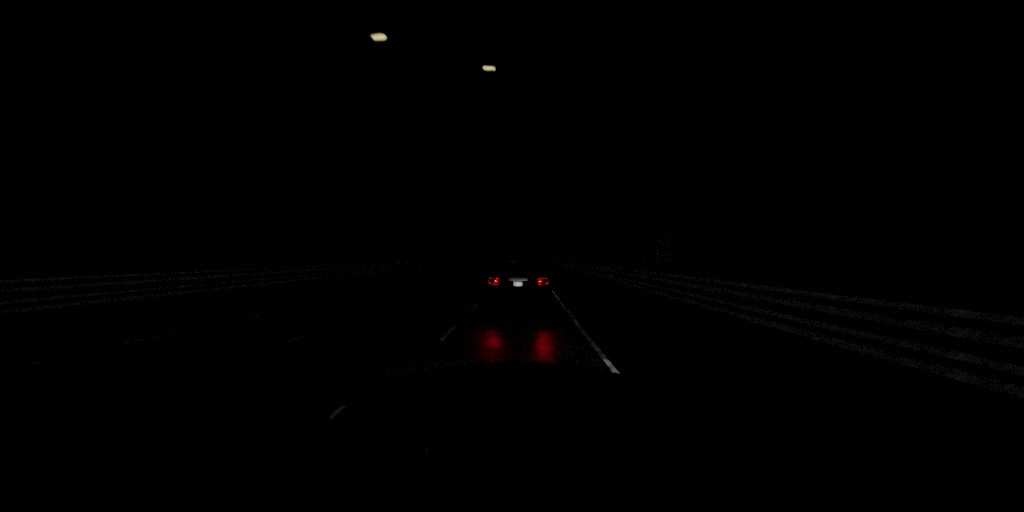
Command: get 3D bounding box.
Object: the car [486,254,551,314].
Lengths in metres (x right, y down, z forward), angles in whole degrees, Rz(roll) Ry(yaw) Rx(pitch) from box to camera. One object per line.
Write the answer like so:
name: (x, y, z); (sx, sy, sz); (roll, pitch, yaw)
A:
car: (0.291, 0.961, 13.839); (2.150, 2.045, 5.566); (0, 0, 2)
